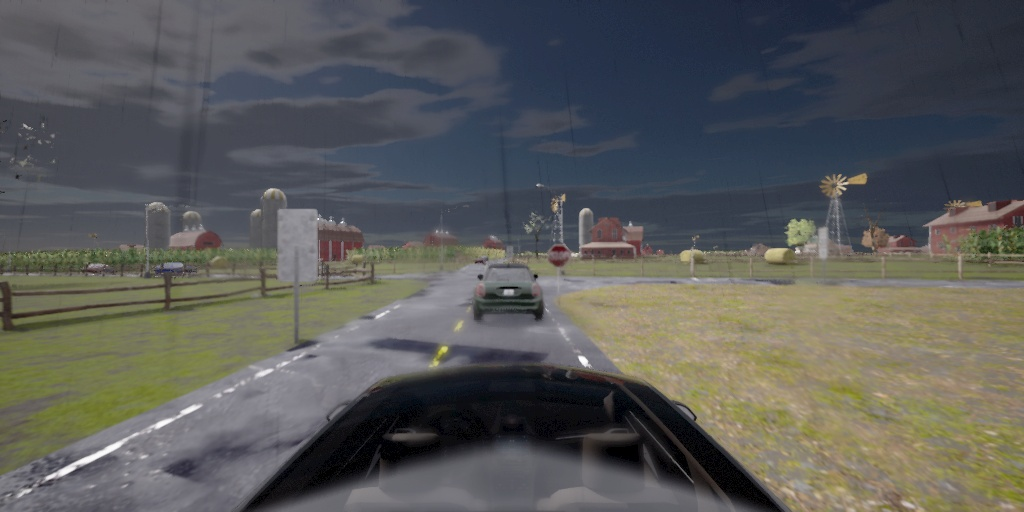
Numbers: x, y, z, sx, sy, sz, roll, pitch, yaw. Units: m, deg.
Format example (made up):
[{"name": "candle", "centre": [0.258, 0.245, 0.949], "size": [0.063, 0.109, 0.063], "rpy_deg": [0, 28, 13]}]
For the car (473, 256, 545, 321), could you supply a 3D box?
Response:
[{"name": "car", "centre": [-0.140, 1.019, 12.229], "size": [2.097, 1.767, 4.553], "rpy_deg": [0, 0, -1]}]

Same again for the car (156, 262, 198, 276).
[{"name": "car", "centre": [-37.792, 1.486, 40.475], "size": [5.008, 1.535, 1.882], "rpy_deg": [-1, 0, 20]}]
